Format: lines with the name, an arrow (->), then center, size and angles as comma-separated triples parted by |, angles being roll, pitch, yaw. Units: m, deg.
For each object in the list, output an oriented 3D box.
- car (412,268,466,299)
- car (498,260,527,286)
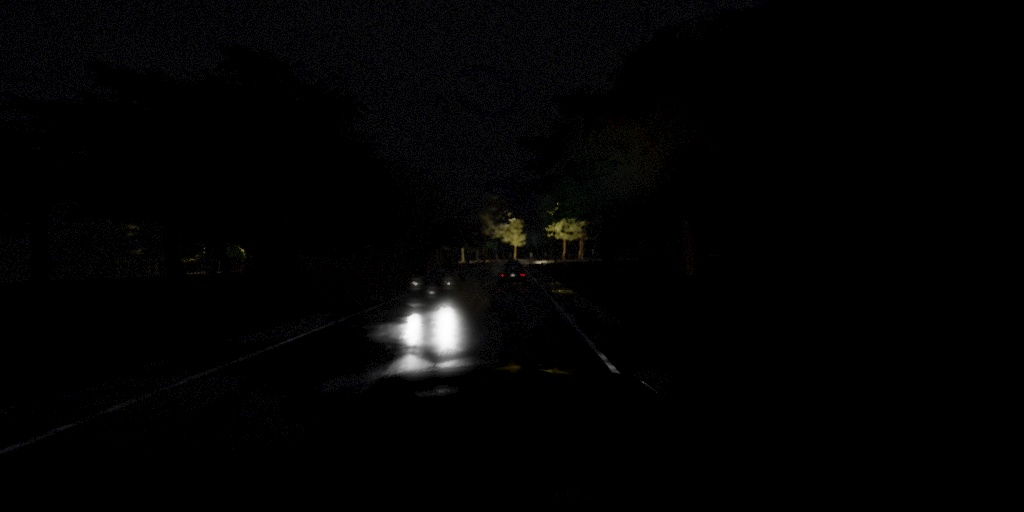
car -> -3.477, 1.280, 17.800 | 1.895, 1.301, 4.718 | 0, 0, 0
car -> 0.039, 1.175, 23.786 | 2.033, 1.411, 5.357 | 0, 0, 0
